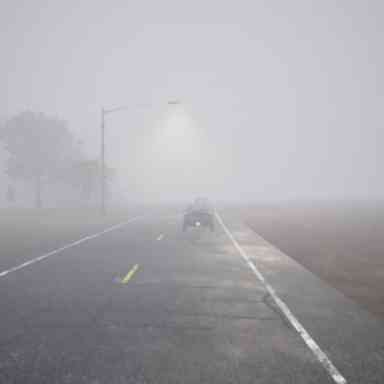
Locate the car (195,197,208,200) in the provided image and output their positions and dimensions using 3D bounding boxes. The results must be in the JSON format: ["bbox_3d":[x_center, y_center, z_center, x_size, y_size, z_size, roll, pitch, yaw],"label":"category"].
[{"bbox_3d":[1.103,1.339,39.341,2.097,1.767,4.553,0,0,3],"label":"car"}]

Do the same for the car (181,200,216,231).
[{"bbox_3d":[0.406,1.502,20.782,1.837,1.490,4.892,0,0,1],"label":"car"}]
